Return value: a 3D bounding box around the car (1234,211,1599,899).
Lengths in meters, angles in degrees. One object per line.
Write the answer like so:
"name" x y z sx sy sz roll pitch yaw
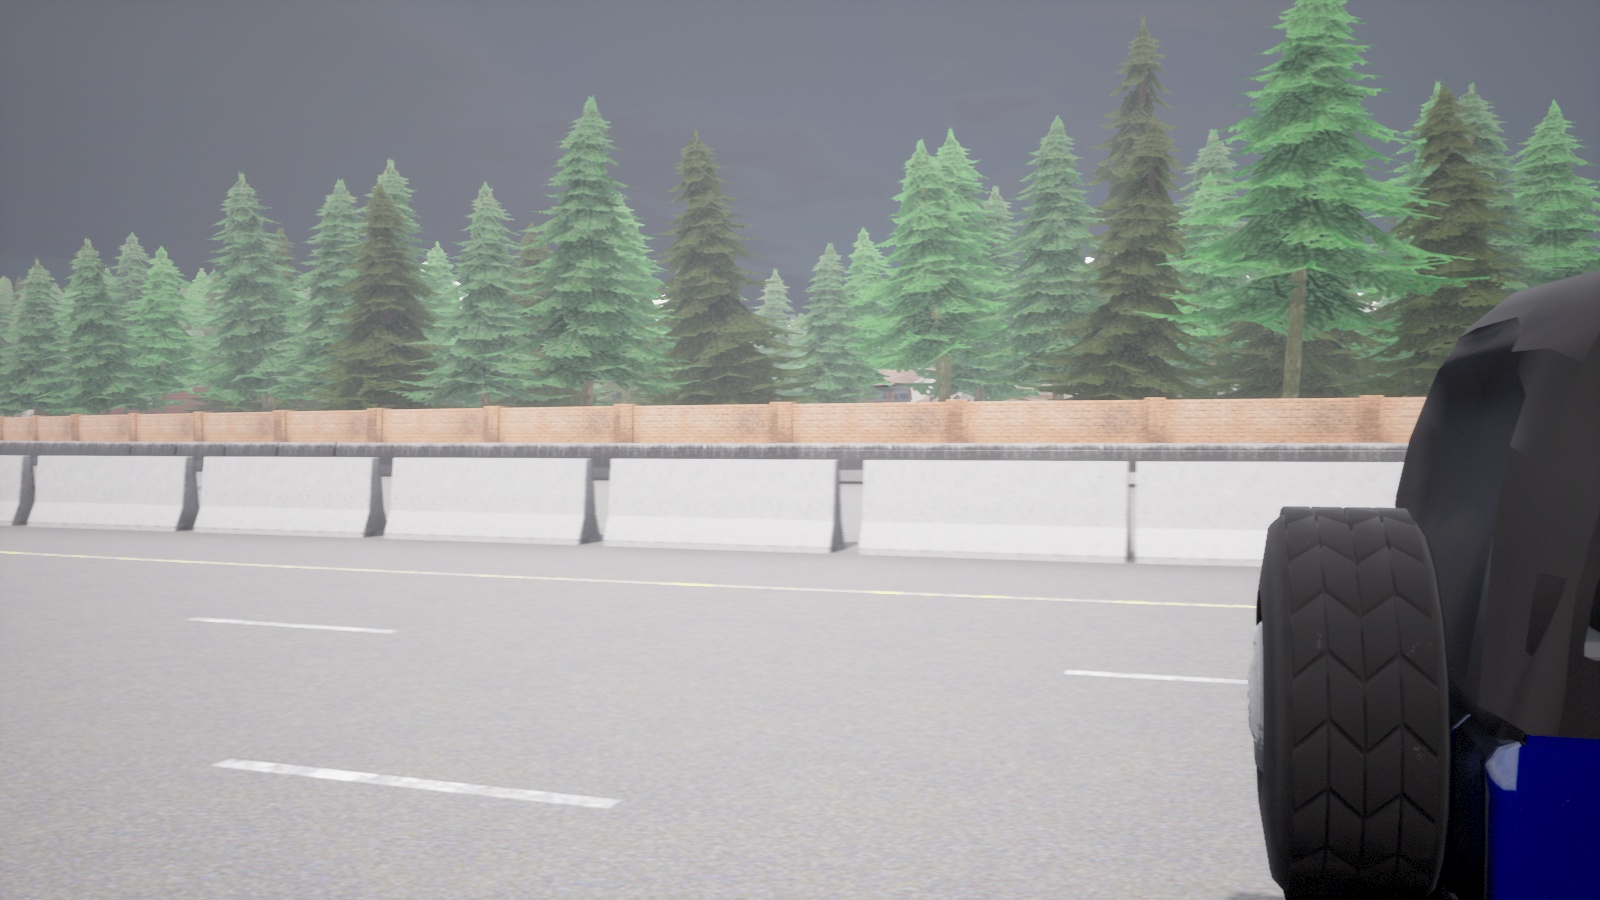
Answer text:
"car" 2.850 0.598 2.251 3.866 1.878 1.905 1 1 18
